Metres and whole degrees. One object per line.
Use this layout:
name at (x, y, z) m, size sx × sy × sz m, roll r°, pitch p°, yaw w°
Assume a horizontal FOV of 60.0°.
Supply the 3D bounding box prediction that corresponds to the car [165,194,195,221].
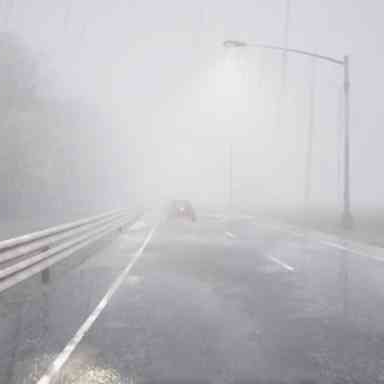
car at (-0.934, 1.335, 26.938) m, size 2.097 × 1.767 × 4.553 m, roll 0°, pitch 0°, yaw -4°

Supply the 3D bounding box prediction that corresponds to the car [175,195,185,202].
car at (-2.804, 1.441, 77.335) m, size 2.033 × 1.411 × 5.357 m, roll 0°, pitch 0°, yaw -6°

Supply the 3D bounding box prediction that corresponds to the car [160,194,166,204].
car at (-4.429, 1.448, 61.008) m, size 1.837 × 1.490 × 4.892 m, roll 0°, pitch 0°, yaw -6°

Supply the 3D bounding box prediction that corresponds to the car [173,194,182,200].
car at (-3.944, 1.265, 87.696) m, size 2.033 × 1.411 × 5.357 m, roll 0°, pitch 0°, yaw -6°
